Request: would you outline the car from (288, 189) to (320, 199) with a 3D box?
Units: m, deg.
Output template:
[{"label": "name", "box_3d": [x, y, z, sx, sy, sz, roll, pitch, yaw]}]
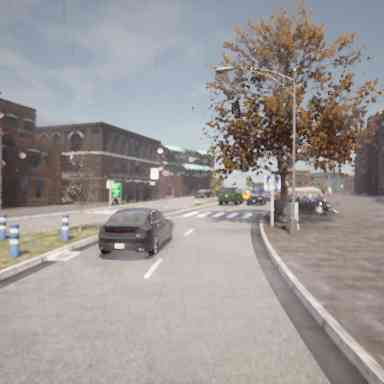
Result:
[{"label": "car", "box_3d": [19.052, 0.265, 56.561, 4.892, 1.521, 2.231, 0, 2, 23]}]

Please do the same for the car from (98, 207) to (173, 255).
[{"label": "car", "box_3d": [-1.920, 1.326, 12.497, 1.837, 1.490, 4.892, 0, 2, 7]}]

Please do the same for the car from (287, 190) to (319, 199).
[{"label": "car", "box_3d": [18.069, 0.369, 54.013, 4.792, 1.488, 2.163, 0, 2, 22]}]

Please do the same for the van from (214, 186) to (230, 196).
[{"label": "van", "box_3d": [6.198, -0.235, 68.658, 1.878, 1.987, 4.442, 0, 1, 24]}]

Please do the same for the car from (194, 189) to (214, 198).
[{"label": "car", "box_3d": [1.989, 0.279, 58.557, 2.097, 1.535, 5.008, 0, 2, 22]}]

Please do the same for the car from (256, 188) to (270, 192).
[{"label": "car", "box_3d": [10.823, 0.579, 48.478, 2.033, 1.411, 5.357, 0, 2, 21]}]

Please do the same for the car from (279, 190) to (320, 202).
[{"label": "car", "box_3d": [14.980, 0.551, 46.427, 5.366, 1.575, 1.946, 0, 2, 20]}]

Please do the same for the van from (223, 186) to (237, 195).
[{"label": "van", "box_3d": [8.475, -0.366, 73.706, 1.878, 1.987, 4.442, 0, 1, 26]}]

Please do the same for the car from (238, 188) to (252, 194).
[{"label": "car", "box_3d": [13.418, -0.296, 83.775, 2.002, 1.452, 4.674, 0, 1, 28]}]

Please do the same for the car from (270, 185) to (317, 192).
[{"label": "car", "box_3d": [11.738, 0.564, 36.128, 5.566, 2.045, 2.435, 0, 1, 18]}]

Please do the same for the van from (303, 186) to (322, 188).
[{"label": "van", "box_3d": [10.782, 0.647, 33.552, 4.442, 1.987, 1.878, 0, 1, 17]}]

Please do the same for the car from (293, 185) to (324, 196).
[{"label": "car", "box_3d": [23.414, -0.285, 66.706, 5.566, 2.045, 2.435, 1, 2, 25]}]

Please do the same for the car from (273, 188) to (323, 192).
[{"label": "car", "box_3d": [10.096, 0.807, 30.881, 4.553, 1.767, 2.185, 0, 1, 17]}]

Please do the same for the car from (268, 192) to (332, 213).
[{"label": "car", "box_3d": [9.235, 0.990, 28.268, 4.892, 1.521, 2.231, 0, 1, 17]}]

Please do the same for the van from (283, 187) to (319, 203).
[{"label": "van", "box_3d": [14.353, 0.399, 43.744, 4.442, 1.987, 1.878, 0, 2, 19]}]

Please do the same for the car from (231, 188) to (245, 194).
[{"label": "car", "box_3d": [10.938, -0.211, 78.819, 2.002, 1.452, 4.674, 0, 1, 26]}]

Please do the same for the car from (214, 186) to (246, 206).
[{"label": "car", "box_3d": [4.668, 0.479, 39.668, 2.150, 2.045, 5.566, 0, 1, 18]}]

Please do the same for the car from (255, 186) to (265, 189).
[{"label": "car", "box_3d": [18.641, -0.689, 93.505, 2.435, 2.045, 5.566, 0, 0, 30]}]

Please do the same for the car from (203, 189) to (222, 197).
[{"label": "car", "box_3d": [4.044, 0.165, 63.650, 2.163, 1.488, 4.792, 0, 2, 23]}]

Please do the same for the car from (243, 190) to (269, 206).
[{"label": "car", "box_3d": [7.615, 0.795, 39.062, 1.812, 1.442, 4.674, 0, 1, 18]}]

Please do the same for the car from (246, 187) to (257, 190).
[{"label": "car", "box_3d": [7.904, 0.498, 49.233, 1.882, 1.535, 5.008, 0, 1, 21]}]
